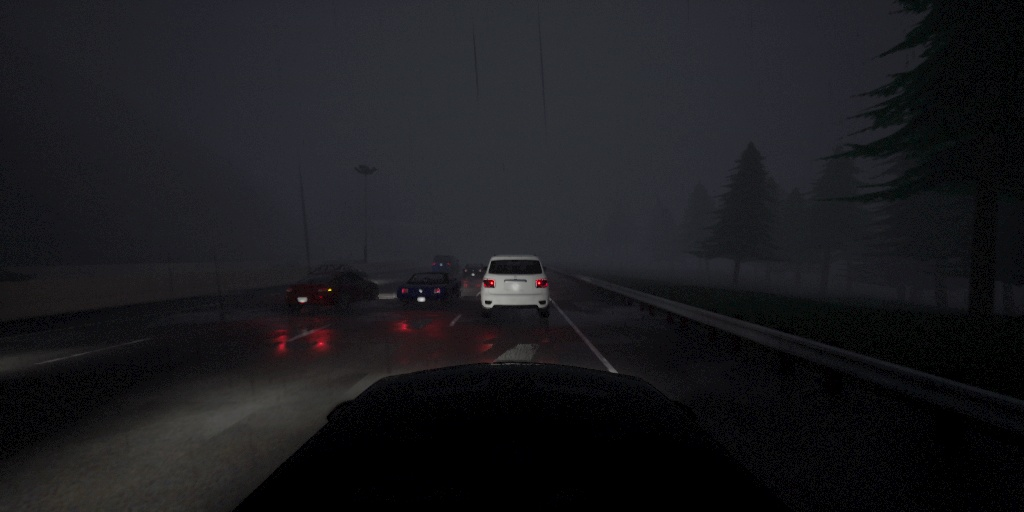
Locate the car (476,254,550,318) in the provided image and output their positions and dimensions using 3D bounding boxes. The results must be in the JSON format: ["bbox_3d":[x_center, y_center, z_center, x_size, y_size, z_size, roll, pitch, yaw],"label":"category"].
[{"bbox_3d":[0.101,0.963,13.156,2.150,2.045,5.566,0,0,0],"label":"car"}]

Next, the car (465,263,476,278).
[{"bbox_3d":[-3.400,1.326,33.586,1.895,1.301,4.718,0,0,0],"label":"car"}]

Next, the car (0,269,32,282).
[{"bbox_3d":[-28.097,1.301,18.524,1.994,1.385,4.181,0,0,0],"label":"car"}]

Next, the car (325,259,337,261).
[{"bbox_3d":[-24.573,1.261,48.304,2.033,1.411,5.357,0,0,0],"label":"car"}]

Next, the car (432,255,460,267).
[{"bbox_3d":[-6.900,0.943,37.608,2.150,2.045,5.566,0,0,0],"label":"car"}]

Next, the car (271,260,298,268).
[{"bbox_3d":[-31.560,1.238,50.236,1.812,1.442,4.674,0,0,0],"label":"car"}]

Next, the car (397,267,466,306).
[{"bbox_3d":[-3.400,1.340,15.690,1.895,1.301,4.718,0,0,0],"label":"car"}]

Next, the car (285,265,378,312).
[{"bbox_3d":[-6.899,1.266,14.118,1.812,1.442,4.674,0,0,0],"label":"car"}]

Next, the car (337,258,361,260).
[{"bbox_3d":[-21.076,1.205,48.403,2.128,1.511,4.902,0,0,0],"label":"car"}]

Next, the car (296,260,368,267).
[{"bbox_3d":[-10.397,1.226,21.686,2.128,1.511,4.902,0,0,0],"label":"car"}]
